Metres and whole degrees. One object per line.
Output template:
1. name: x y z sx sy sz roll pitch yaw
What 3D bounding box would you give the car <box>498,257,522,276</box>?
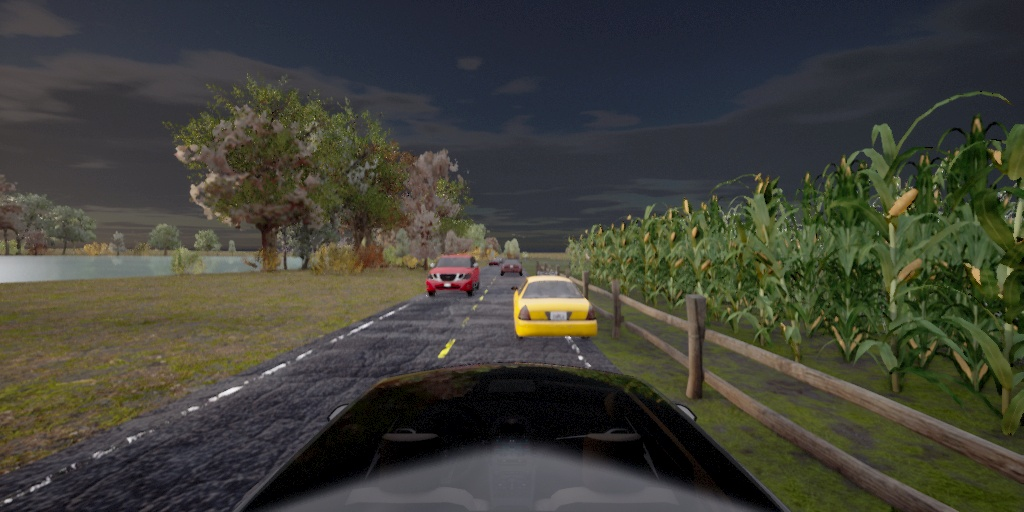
1. car: -0.033 1.025 36.758 2.097 1.767 4.553 0 0 0

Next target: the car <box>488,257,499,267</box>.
1. car: -2.993 1.219 61.384 1.895 1.301 4.718 0 0 0

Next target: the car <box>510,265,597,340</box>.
1. car: 0.938 1.186 9.861 1.801 1.575 5.366 0 0 0

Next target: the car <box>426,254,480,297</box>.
1. car: -2.902 0.932 18.831 2.150 2.045 5.566 0 0 0
